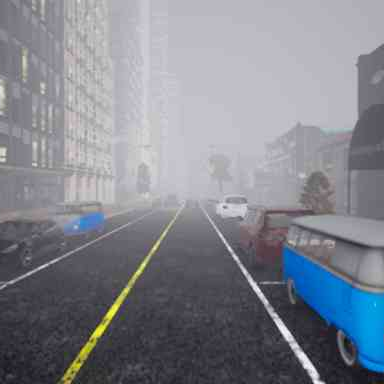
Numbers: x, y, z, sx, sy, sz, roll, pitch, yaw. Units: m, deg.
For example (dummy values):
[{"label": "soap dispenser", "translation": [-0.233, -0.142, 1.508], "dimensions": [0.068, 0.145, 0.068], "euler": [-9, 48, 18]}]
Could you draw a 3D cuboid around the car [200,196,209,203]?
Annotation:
[{"label": "car", "translation": [2.689, 1.607, 73.319], "dimensions": [1.752, 1.417, 4.829], "euler": [-1, 0, 0]}]

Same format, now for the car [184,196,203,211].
[{"label": "car", "translation": [0.018, 1.545, 42.487], "dimensions": [2.128, 1.511, 4.902], "euler": [0, 0, 0]}]

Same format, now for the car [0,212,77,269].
[{"label": "car", "translation": [-5.667, 1.578, 11.121], "dimensions": [1.947, 1.339, 4.313], "euler": [-1, 0, 0]}]

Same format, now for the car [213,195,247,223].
[{"label": "car", "translation": [3.110, 1.255, 25.715], "dimensions": [2.150, 2.045, 5.566], "euler": [0, 0, 0]}]

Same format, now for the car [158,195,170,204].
[{"label": "car", "translation": [-5.660, 1.515, 67.562], "dimensions": [1.967, 1.590, 4.097], "euler": [-1, 0, 0]}]

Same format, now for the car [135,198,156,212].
[{"label": "car", "translation": [-5.663, 1.567, 39.171], "dimensions": [1.752, 1.417, 4.829], "euler": [-1, 0, 0]}]

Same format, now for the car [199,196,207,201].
[{"label": "car", "translation": [2.691, 1.662, 84.438], "dimensions": [1.947, 1.339, 4.313], "euler": [-1, 0, 0]}]

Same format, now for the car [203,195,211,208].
[{"label": "car", "translation": [2.686, 1.621, 50.573], "dimensions": [1.947, 1.339, 4.313], "euler": [-1, 0, 0]}]

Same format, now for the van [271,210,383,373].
[{"label": "van", "translation": [2.676, 1.347, 5.421], "dimensions": [1.690, 1.788, 3.998], "euler": [-1, 0, 0]}]

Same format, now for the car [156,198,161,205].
[{"label": "car", "translation": [-5.660, 1.628, 56.273], "dimensions": [1.947, 1.339, 4.313], "euler": [-1, 0, 0]}]

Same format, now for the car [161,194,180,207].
[{"label": "car", "translation": [-3.057, 1.278, 52.072], "dimensions": [2.150, 2.045, 5.566], "euler": [0, 0, 0]}]

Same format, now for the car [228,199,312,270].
[{"label": "car", "translation": [2.676, 1.327, 11.065], "dimensions": [2.192, 1.841, 5.009], "euler": [-1, 0, 0]}]

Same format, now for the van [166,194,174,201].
[{"label": "van", "translation": [-5.663, 1.437, 84.494], "dimensions": [1.690, 1.788, 3.998], "euler": [-1, 0, 0]}]

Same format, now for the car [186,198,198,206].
[{"label": "car", "translation": [0.024, 1.690, 57.579], "dimensions": [1.895, 1.301, 4.718], "euler": [0, 0, 0]}]

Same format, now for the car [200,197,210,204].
[{"label": "car", "translation": [2.689, 1.657, 67.505], "dimensions": [1.802, 1.307, 4.206], "euler": [-1, 0, 0]}]

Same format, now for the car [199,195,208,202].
[{"label": "car", "translation": [2.688, 1.529, 78.793], "dimensions": [1.967, 1.590, 4.097], "euler": [-1, 0, 0]}]

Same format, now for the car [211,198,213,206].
[{"label": "car", "translation": [3.150, 1.538, 32.685], "dimensions": [1.837, 1.490, 4.892], "euler": [0, 0, 0]}]

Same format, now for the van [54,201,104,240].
[{"label": "van", "translation": [-5.670, 1.359, 16.765], "dimensions": [1.690, 1.788, 3.998], "euler": [-1, 0, 0]}]
